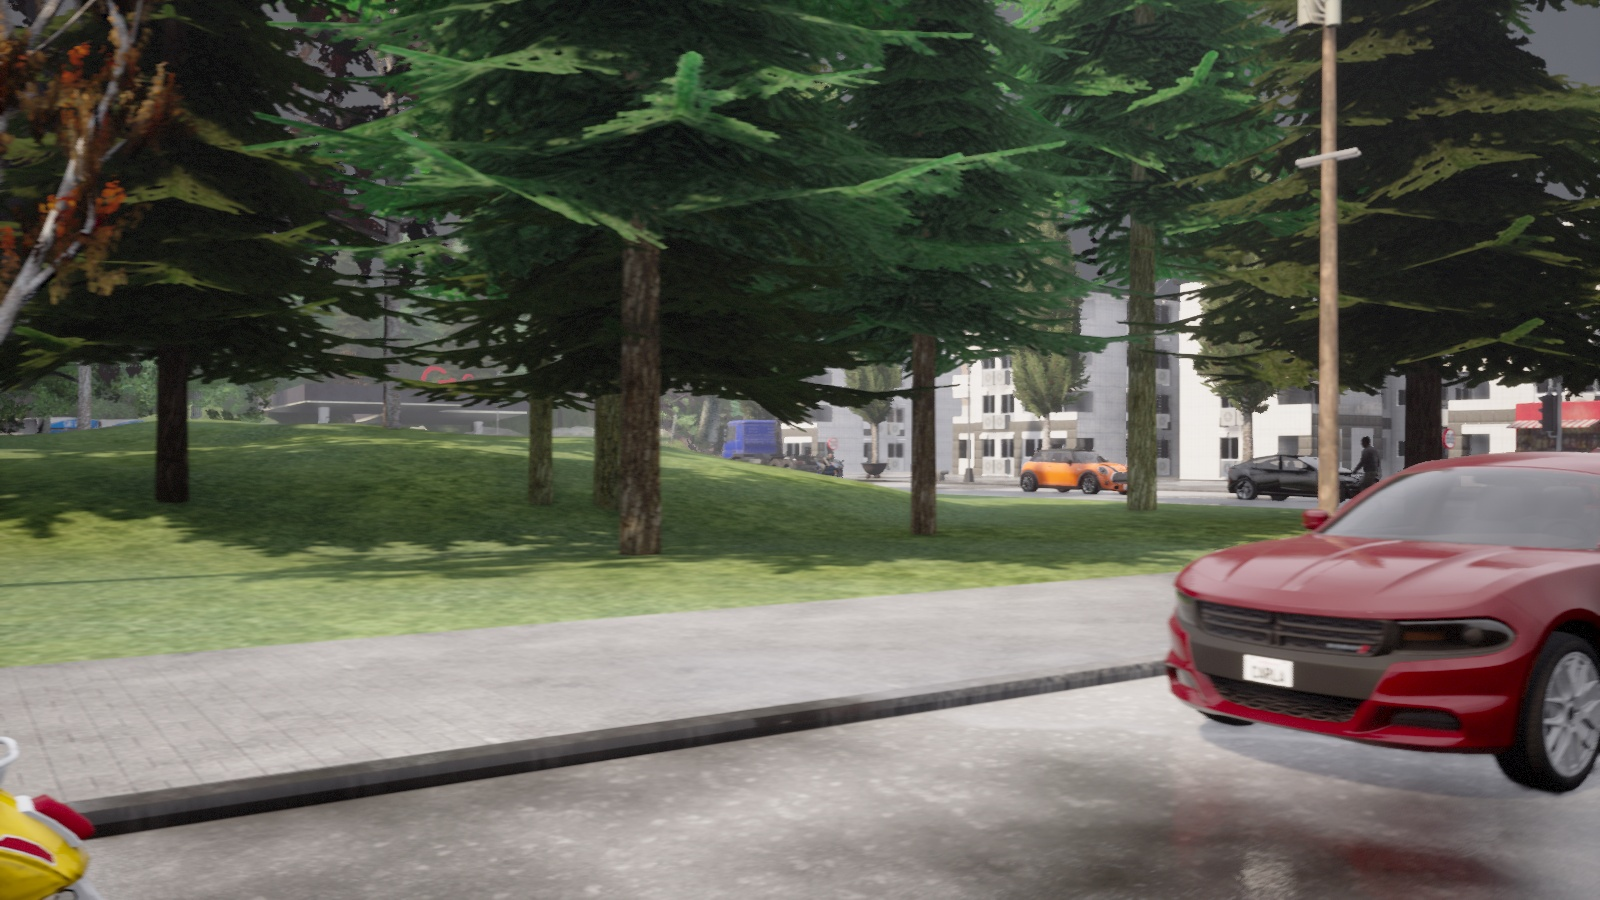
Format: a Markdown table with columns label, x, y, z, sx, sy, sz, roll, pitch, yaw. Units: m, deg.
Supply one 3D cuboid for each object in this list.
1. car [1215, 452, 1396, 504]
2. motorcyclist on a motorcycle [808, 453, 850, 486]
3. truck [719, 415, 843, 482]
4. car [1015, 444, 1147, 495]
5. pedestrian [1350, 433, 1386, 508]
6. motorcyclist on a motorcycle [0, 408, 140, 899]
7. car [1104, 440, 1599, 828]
| label | x | y | z | sx | sy | sz | roll | pitch | yaw |
| --- | --- | --- | --- | --- | --- | --- | --- | --- | --- |
| car | 15.488 | 0.807 | 38.730 | 2.163 | 1.488 | 4.792 | 0 | 0 | -34 |
| motorcyclist on a motorcycle | 1.357 | 0.922 | 58.985 | 0.866 | 1.530 | 2.191 | 0 | -1 | -35 |
| truck | -1.163 | -0.064 | 69.608 | 2.891 | 3.462 | 7.936 | 0 | 0 | -35 |
| car | 10.268 | 0.695 | 46.189 | 2.097 | 1.767 | 4.553 | 0 | 0 | -34 |
| pedestrian | 14.096 | 0.501 | 31.173 | 0.431 | 1.840 | 0.703 | 0 | 0 | -39 |
| motorcyclist on a motorcycle | -2.439 | 0.710 | 2.583 | 1.817 | 1.590 | 0.866 | 0 | 0 | -35 |
| car | 4.169 | 0.731 | 7.177 | 5.008 | 1.535 | 1.882 | 0 | 0 | -35 |
